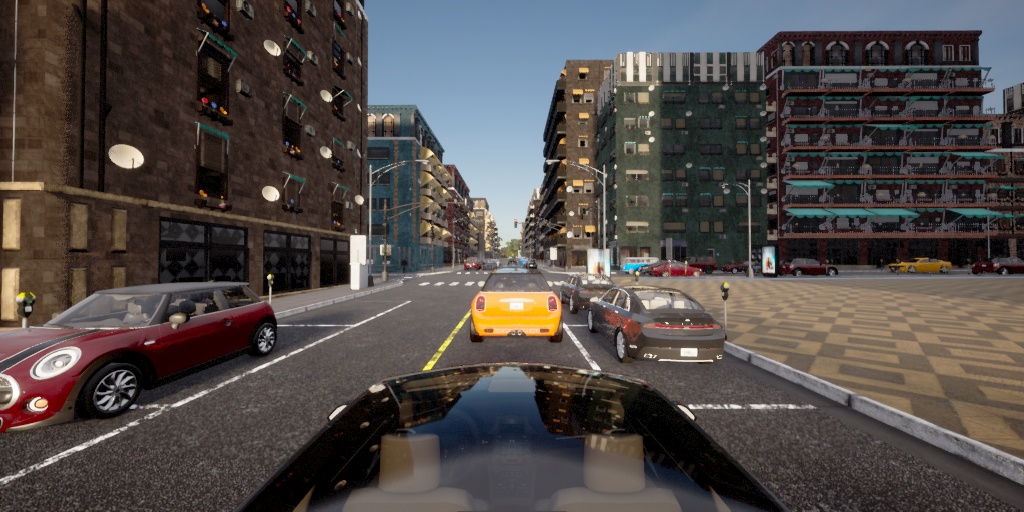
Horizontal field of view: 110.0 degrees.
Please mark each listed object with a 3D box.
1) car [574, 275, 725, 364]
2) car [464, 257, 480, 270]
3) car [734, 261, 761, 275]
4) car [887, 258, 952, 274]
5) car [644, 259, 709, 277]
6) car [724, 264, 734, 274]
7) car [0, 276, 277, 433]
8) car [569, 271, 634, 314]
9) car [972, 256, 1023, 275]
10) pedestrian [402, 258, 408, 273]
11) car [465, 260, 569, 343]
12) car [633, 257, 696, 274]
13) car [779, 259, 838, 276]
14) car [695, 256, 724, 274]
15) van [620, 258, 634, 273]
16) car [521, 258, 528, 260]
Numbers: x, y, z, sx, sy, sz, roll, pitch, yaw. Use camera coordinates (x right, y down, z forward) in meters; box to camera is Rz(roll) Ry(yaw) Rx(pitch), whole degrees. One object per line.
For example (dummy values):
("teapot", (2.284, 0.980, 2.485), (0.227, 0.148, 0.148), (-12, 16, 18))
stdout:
("car", (2.821, 1.302, 7.906), (2.007, 1.370, 4.403), (0, 0, 0))
("car", (-5.686, 1.083, 51.710), (2.192, 1.841, 5.009), (0, 0, 0))
("car", (25.727, 1.122, 35.812), (5.357, 1.411, 2.033), (0, -1, 1))
("car", (40.450, 0.942, 35.685), (5.008, 1.535, 1.882), (0, -1, 1))
("car", (13.709, 1.162, 30.102), (4.207, 1.307, 1.802), (0, 0, 0))
("car", (24.828, 1.165, 38.402), (4.507, 1.381, 1.888), (0, 0, 0))
("car", (-5.819, 1.191, 5.671), (1.967, 1.591, 4.097), (0, 0, 0))
("car", (2.821, 1.304, 13.476), (2.007, 1.370, 4.403), (0, 0, 0))
("car", (41.346, 0.811, 29.902), (4.097, 1.591, 1.967), (0, 0, 0))
("pedestrian", (-12.527, 1.097, 41.635), (0.375, 1.860, 0.375), (0, 0, 0))
("car", (0.098, 1.104, 9.886), (2.097, 1.767, 4.553), (0, 0, 0))
("car", (15.203, 1.147, 35.893), (4.902, 1.511, 2.128), (0, -1, 0))
("car", (24.765, 0.935, 30.022), (4.097, 1.591, 1.967), (0, 0, 0))
("car", (19.300, 0.977, 38.442), (5.009, 1.841, 2.192), (0, 0, 0))
("van", (13.772, 1.046, 38.482), (3.998, 1.789, 1.690), (0, 0, 0))
("car", (2.694, 1.334, 51.669), (1.948, 1.339, 4.313), (0, 0, 0))
